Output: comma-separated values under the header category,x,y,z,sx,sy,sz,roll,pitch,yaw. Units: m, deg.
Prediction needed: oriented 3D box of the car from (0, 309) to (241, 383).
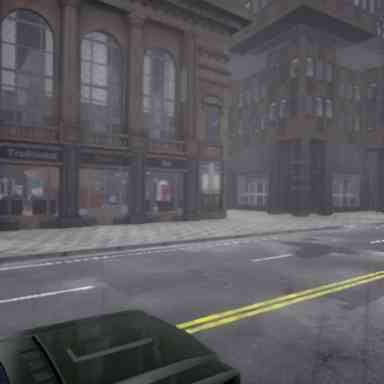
category,x,y,z,sx,sy,sz,roll,pitch,yaw
car,-1.860,1.596,2.082,4.718,1.301,1.895,0,0,-35
